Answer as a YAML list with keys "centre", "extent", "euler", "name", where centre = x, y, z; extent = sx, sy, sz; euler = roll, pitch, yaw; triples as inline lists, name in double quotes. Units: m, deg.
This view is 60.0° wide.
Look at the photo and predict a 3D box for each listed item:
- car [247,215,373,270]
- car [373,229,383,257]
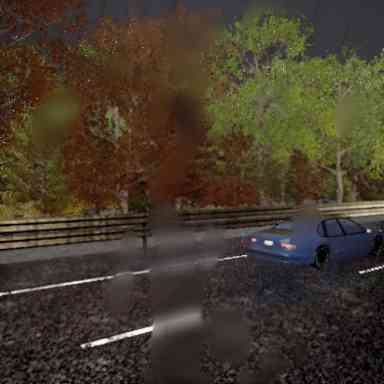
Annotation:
- centre: [4.209, 1.448, 10.684]
  extent: [5.357, 1.411, 2.033]
  euler: [-1, 0, -34]
  name: "car"
- centre: [6.542, 1.462, 8.040]
  extent: [4.181, 1.385, 1.994]
  euler: [-1, 0, -34]
  name: "car"
